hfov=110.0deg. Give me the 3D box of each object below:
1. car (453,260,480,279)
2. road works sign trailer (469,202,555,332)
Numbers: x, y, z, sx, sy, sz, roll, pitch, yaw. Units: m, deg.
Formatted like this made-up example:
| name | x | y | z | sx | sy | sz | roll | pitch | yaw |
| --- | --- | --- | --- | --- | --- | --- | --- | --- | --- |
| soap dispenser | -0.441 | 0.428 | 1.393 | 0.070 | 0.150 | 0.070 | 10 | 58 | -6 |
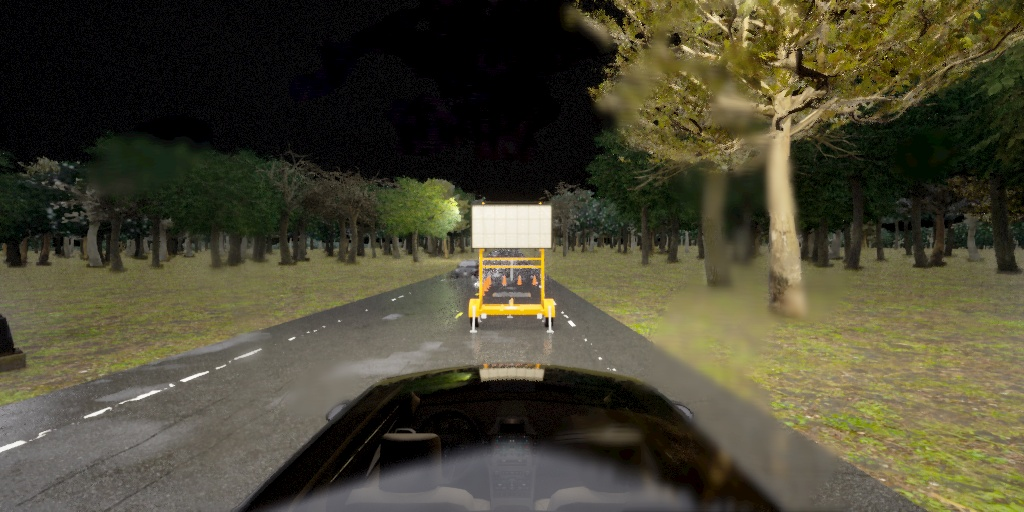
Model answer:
| name | x | y | z | sx | sy | sz | roll | pitch | yaw |
| --- | --- | --- | --- | --- | --- | --- | --- | --- | --- |
| car | -3.617 | 1.085 | 30.094 | 1.812 | 1.442 | 4.674 | 0 | 1 | 0 |
| road works sign trailer | -0.006 | 0.194 | 10.732 | 2.380 | 3.560 | 2.880 | 0 | 0 | 0 |
